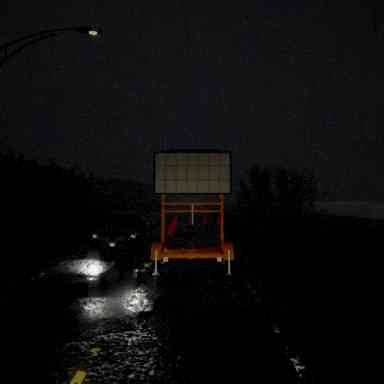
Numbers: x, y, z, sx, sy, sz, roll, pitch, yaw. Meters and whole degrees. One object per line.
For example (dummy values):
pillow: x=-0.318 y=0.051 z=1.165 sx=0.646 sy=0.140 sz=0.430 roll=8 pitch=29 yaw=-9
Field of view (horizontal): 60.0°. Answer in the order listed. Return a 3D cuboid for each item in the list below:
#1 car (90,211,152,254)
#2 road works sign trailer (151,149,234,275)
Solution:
car: x=-2.726 y=1.536 z=13.689 sx=1.812 sy=1.442 sz=4.674 roll=0 pitch=0 yaw=0
road works sign trailer: x=0.019 y=0.471 z=10.417 sx=2.380 sy=3.560 sz=2.880 roll=0 pitch=0 yaw=0
